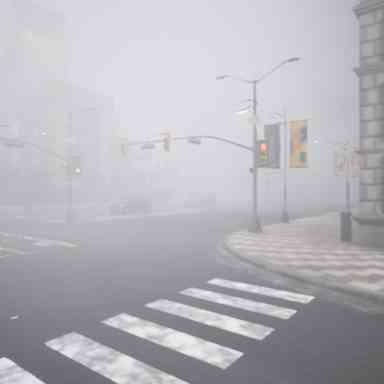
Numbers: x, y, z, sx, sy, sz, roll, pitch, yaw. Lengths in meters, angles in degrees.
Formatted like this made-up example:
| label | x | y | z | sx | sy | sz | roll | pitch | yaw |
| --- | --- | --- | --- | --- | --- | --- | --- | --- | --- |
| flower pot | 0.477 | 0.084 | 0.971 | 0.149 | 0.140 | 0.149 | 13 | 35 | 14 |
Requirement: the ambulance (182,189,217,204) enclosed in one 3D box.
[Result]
| label | x | y | z | sx | sy | sz | roll | pitch | yaw |
| --- | --- | --- | --- | --- | --- | --- | --- | --- | --- |
| ambulance | 1.145 | 0.851 | 48.451 | 2.351 | 2.431 | 6.366 | 0 | 0 | 37 |

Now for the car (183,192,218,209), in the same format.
| label | x | y | z | sx | sy | sz | roll | pitch | yaw |
| --- | --- | --- | --- | --- | --- | --- | --- | --- | --- |
| car | 1.359 | 1.193 | 43.031 | 2.097 | 1.767 | 4.553 | 0 | 0 | 38 |

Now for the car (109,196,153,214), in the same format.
| label | x | y | z | sx | sy | sz | roll | pitch | yaw |
| --- | --- | --- | --- | --- | --- | --- | --- | --- | --- |
| car | -6.118 | 1.245 | 33.379 | 2.097 | 1.767 | 4.553 | 0 | 0 | 38 |
